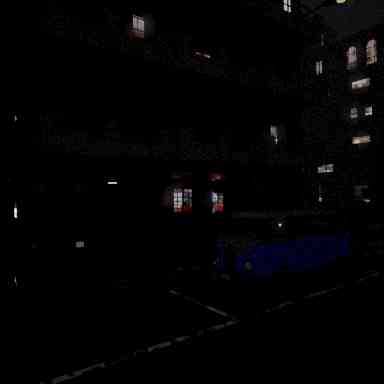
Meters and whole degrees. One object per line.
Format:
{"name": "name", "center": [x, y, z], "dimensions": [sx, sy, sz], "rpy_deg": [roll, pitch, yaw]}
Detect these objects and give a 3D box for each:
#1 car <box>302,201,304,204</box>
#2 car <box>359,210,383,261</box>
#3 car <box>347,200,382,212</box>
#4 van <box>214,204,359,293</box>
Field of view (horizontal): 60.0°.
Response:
{"name": "car", "center": [11.562, 1.351, 40.949], "dimensions": [1.887, 1.381, 4.507], "rpy_deg": [-1, 1, -37]}
{"name": "car", "center": [6.823, 1.546, 11.936], "dimensions": [4.403, 1.369, 2.008], "rpy_deg": [0, -1, -37]}
{"name": "car", "center": [13.999, 1.445, 27.800], "dimensions": [2.128, 1.511, 4.902], "rpy_deg": [-1, 1, -37]}
{"name": "van", "center": [2.392, 1.338, 8.546], "dimensions": [3.998, 1.788, 1.690], "rpy_deg": [0, -1, -37]}
